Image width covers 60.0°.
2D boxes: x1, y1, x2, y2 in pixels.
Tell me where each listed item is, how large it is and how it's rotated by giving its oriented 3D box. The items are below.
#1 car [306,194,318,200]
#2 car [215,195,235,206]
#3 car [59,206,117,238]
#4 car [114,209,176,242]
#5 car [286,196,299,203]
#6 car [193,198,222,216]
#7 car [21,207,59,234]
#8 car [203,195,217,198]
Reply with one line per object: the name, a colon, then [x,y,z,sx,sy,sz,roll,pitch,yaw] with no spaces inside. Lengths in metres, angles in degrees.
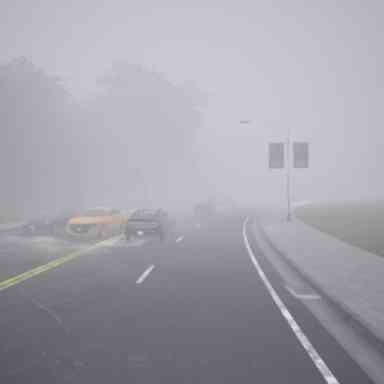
car: [30.925,1.250,85.763,1.812,1.442,4.674,-1,0,41]
car: [6.223,1.730,58.685,2.128,1.511,4.902,-1,0,25]
car: [-5.227,1.595,18.864,1.882,1.535,5.008,0,0,8]
car: [-1.988,1.591,17.001,2.128,1.511,4.902,0,0,7]
car: [21.277,1.550,70.555,1.837,1.490,4.892,-1,0,32]
car: [1.457,1.667,35.001,2.128,1.511,4.902,0,0,14]
car: [-8.309,1.659,20.278,1.812,1.442,4.674,0,0,8]
car: [3.519,1.496,60.638,2.150,2.045,5.566,-1,0,25]
